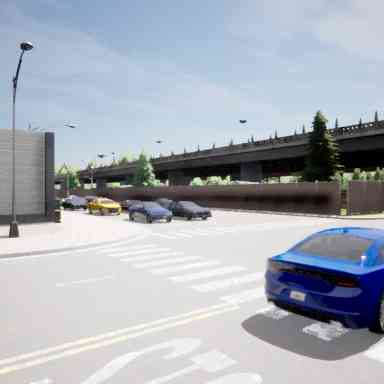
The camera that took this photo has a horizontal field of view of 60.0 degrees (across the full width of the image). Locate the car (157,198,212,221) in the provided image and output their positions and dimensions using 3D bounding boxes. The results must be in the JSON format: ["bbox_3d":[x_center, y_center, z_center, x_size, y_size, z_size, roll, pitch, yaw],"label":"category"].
[{"bbox_3d":[-0.629,1.492,27.367,2.033,1.411,5.357,0,0,-36],"label":"car"}]

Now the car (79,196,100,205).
[{"bbox_3d":[-17.845,1.422,57.813,1.882,1.535,5.008,0,0,-36],"label":"car"}]

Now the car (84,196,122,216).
[{"bbox_3d":[-8.597,1.422,32.501,1.882,1.535,5.008,0,0,-36],"label":"car"}]

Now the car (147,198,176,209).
[{"bbox_3d":[-4.124,1.508,44.636,1.994,1.385,4.181,0,0,-36],"label":"car"}]

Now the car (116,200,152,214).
[{"bbox_3d":[-6.199,1.545,35.169,1.895,1.301,4.718,0,0,-36],"label":"car"}]

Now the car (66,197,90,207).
[{"bbox_3d":[-17.486,1.492,50.986,2.033,1.411,5.357,0,0,-35],"label":"car"}]

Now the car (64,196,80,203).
[{"bbox_3d":[-23.772,1.469,65.932,1.812,1.442,4.674,0,0,-36],"label":"car"}]

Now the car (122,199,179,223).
[{"bbox_3d":[-3.231,1.470,24.996,1.812,1.442,4.674,0,0,-36],"label":"car"}]

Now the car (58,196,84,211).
[{"bbox_3d":[-14.294,1.492,40.480,2.033,1.411,5.357,0,0,-35],"label":"car"}]

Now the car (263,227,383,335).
[{"bbox_3d":[3.540,1.476,6.855,5.008,1.535,1.882,0,0,-41],"label":"car"}]

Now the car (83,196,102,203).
[{"bbox_3d":[-19.936,1.492,66.758,2.033,1.411,5.357,0,0,-36],"label":"car"}]

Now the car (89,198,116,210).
[{"bbox_3d":[-11.454,1.470,42.542,1.812,1.442,4.674,0,0,-36],"label":"car"}]
